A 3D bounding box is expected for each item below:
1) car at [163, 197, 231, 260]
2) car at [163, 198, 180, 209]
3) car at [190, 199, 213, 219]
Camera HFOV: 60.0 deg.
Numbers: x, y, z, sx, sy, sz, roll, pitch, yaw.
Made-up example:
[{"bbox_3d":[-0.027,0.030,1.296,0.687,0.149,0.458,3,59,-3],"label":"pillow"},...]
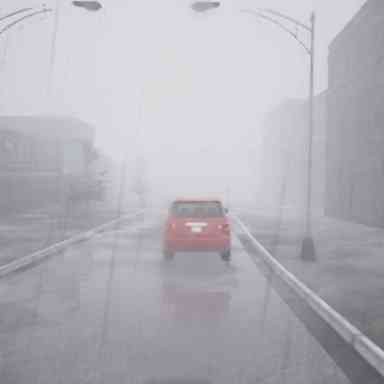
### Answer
[{"bbox_3d":[0.222,1.201,12.484,2.150,2.045,5.566,0,0,2],"label":"car"},{"bbox_3d":[-2.668,1.493,43.742,1.994,1.385,4.181,0,0,1],"label":"car"},{"bbox_3d":[0.816,1.431,29.967,1.882,1.535,5.008,0,0,1],"label":"car"}]
